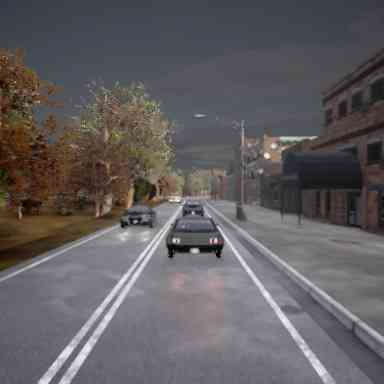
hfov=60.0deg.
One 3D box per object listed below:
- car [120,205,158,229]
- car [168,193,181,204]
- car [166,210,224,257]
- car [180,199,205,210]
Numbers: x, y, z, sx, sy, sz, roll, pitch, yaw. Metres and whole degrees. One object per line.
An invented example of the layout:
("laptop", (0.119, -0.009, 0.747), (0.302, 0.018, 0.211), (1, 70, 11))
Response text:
("car", (-3.351, 1.555, 21.650), (1.994, 1.385, 4.181), (0, 0, 0))
("car", (-3.277, 1.173, 63.169), (2.150, 2.045, 5.566), (0, 0, 1))
("car", (0.098, 1.595, 12.896), (1.895, 1.301, 4.718), (0, 0, 0))
("car", (0.098, 1.491, 30.271), (1.837, 1.490, 4.892), (0, 0, 0))
